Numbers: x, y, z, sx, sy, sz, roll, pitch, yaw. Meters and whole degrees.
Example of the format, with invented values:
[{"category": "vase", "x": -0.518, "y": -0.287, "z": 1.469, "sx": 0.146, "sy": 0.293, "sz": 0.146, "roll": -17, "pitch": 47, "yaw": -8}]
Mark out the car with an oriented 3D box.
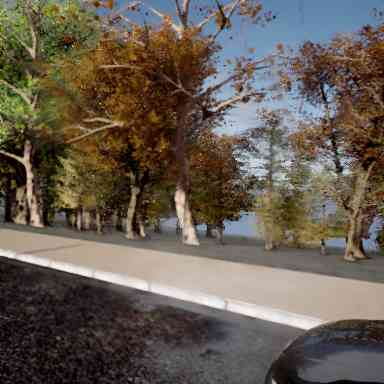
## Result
[{"category": "car", "x": 2.781, "y": 1.502, "z": 1.702, "sx": 4.902, "sy": 1.511, "sz": 2.128, "roll": 1, "pitch": 0, "yaw": 36}]
